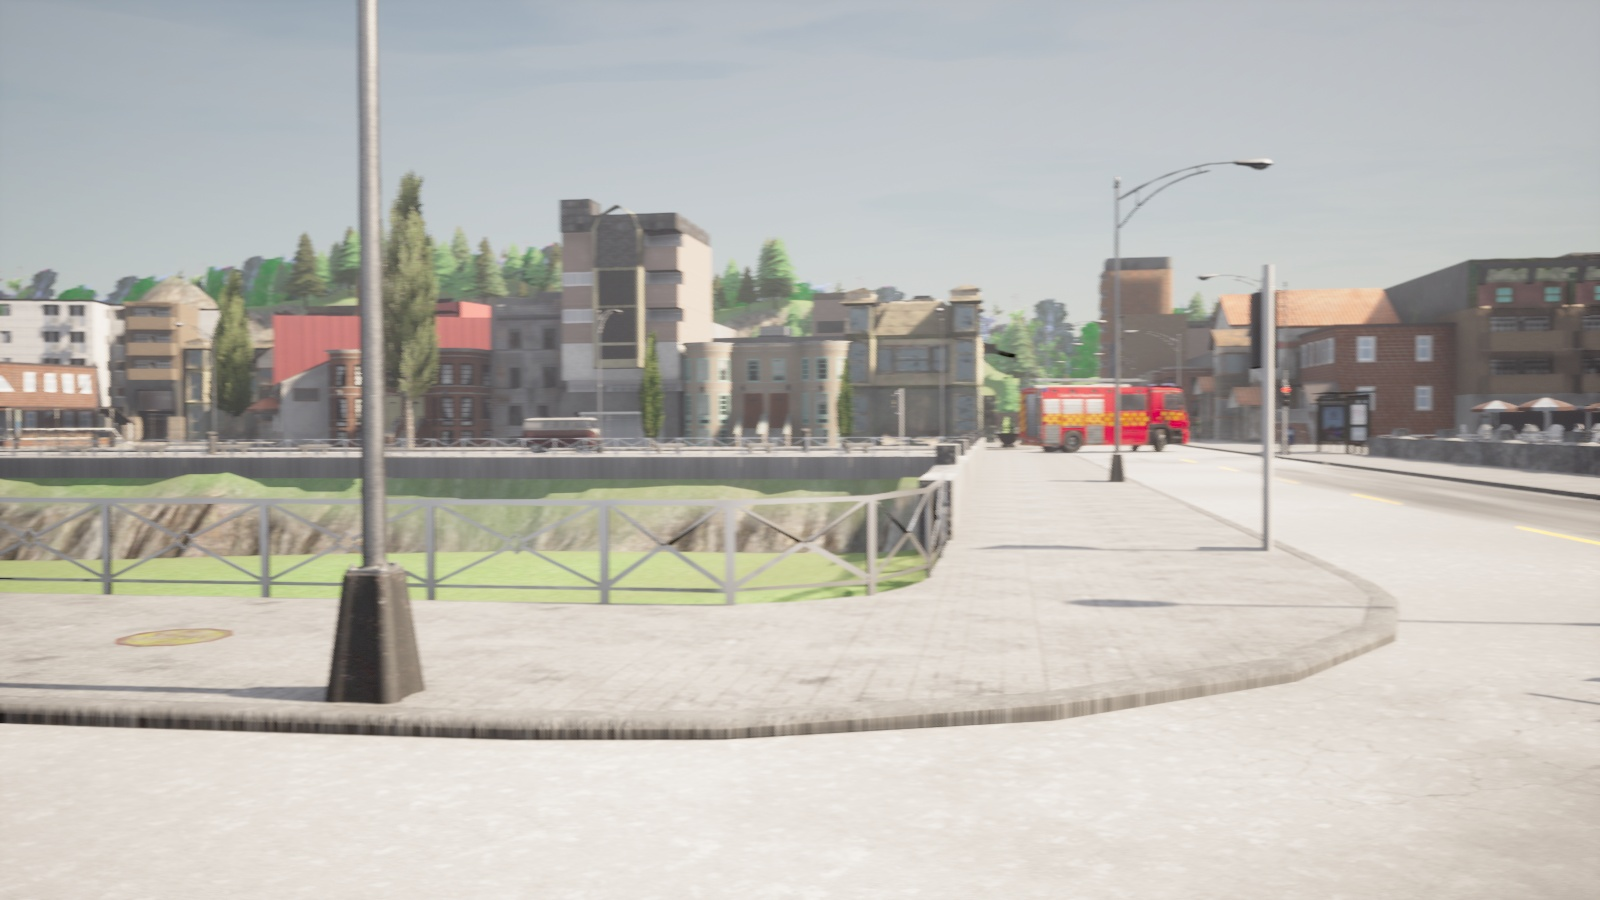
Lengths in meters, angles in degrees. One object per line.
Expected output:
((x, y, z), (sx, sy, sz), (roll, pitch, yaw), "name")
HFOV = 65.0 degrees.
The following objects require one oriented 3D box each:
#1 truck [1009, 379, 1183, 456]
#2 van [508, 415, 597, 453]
((15.456, -1.691, 65.563), (8.468, 3.827, 2.891), (0, 2, -16), "truck")
((-13.467, -0.886, 68.393), (4.442, 1.987, 1.775), (0, 1, 9), "van")
